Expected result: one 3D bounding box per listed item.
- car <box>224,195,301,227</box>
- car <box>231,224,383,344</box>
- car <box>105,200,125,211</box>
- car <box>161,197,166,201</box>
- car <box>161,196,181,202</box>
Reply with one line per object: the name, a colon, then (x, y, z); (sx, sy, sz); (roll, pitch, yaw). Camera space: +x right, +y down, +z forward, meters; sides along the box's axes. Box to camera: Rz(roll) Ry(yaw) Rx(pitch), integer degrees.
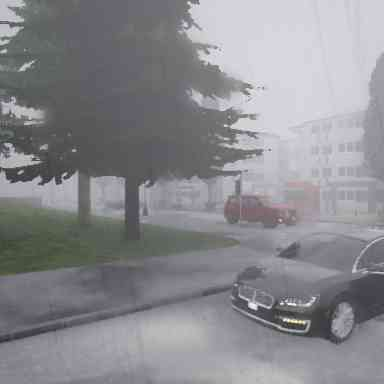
car: (4.452, 1.221, 21.987); (2.150, 2.045, 5.566); (0, 0, -36)
car: (2.958, 1.505, 6.468); (4.892, 1.490, 1.837); (0, 1, -34)
car: (-9.019, 1.601, 40.875); (1.895, 1.301, 4.718); (0, 0, -35)
car: (-5.271, 1.515, 83.164); (4.536, 1.218, 1.853); (0, 0, -6)
car: (-5.219, 1.673, 83.170); (4.974, 1.542, 2.038); (0, 0, -6)
